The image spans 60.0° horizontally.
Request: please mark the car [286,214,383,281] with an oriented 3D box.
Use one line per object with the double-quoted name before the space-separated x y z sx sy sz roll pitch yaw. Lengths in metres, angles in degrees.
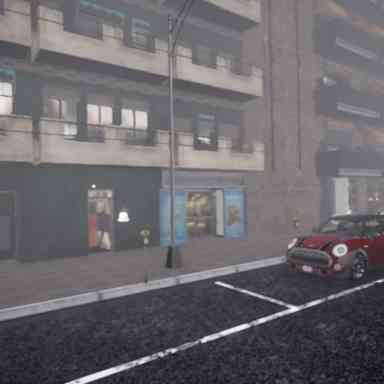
"car" 4.585 1.415 9.665 4.097 1.590 1.967 -1 0 -35
